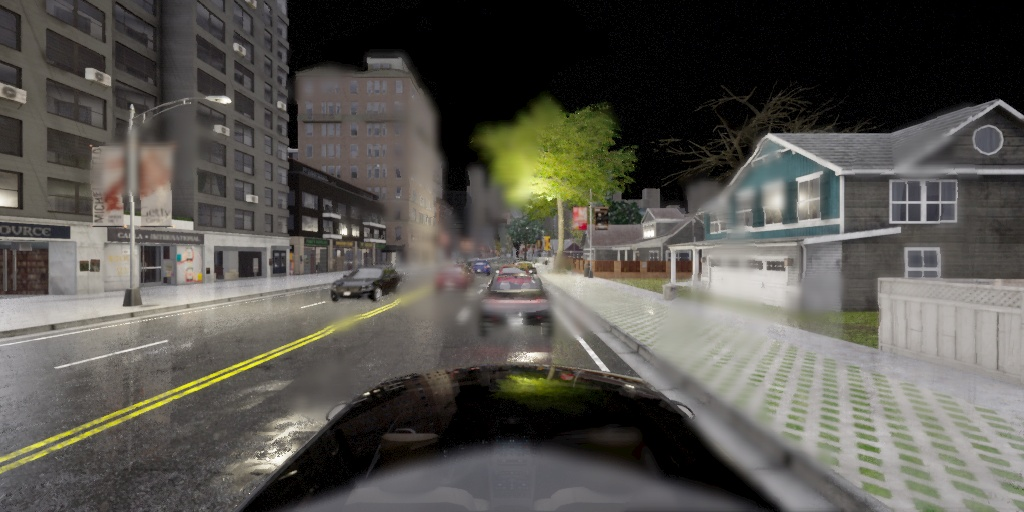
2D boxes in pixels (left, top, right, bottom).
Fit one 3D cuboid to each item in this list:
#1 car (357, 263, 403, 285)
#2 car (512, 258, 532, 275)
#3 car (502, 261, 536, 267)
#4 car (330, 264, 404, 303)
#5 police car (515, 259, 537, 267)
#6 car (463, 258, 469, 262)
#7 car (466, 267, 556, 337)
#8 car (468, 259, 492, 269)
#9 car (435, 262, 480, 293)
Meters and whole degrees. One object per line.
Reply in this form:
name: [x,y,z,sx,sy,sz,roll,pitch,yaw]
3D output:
car: [-9.820,1.297,27.037,1.994,1.385,4.181,0,0,0]
car: [1.017,1.068,39.376,2.097,1.767,4.553,0,0,0]
car: [0.121,1.218,19.786,1.882,1.535,5.008,0,0,0]
car: [-6.582,1.221,16.820,1.882,1.535,5.008,0,0,0]
police car: [1.007,1.155,29.515,1.930,1.638,5.238,0,0,0]
car: [-6.513,1.166,60.393,1.882,1.535,5.008,0,0,0]
car: [0.113,1.239,10.283,2.128,1.511,4.902,0,0,0]
car: [-3.105,1.245,37.426,1.812,1.442,4.674,0,0,1]
car: [-3.128,1.266,20.423,1.812,1.442,4.674,0,0,0]
